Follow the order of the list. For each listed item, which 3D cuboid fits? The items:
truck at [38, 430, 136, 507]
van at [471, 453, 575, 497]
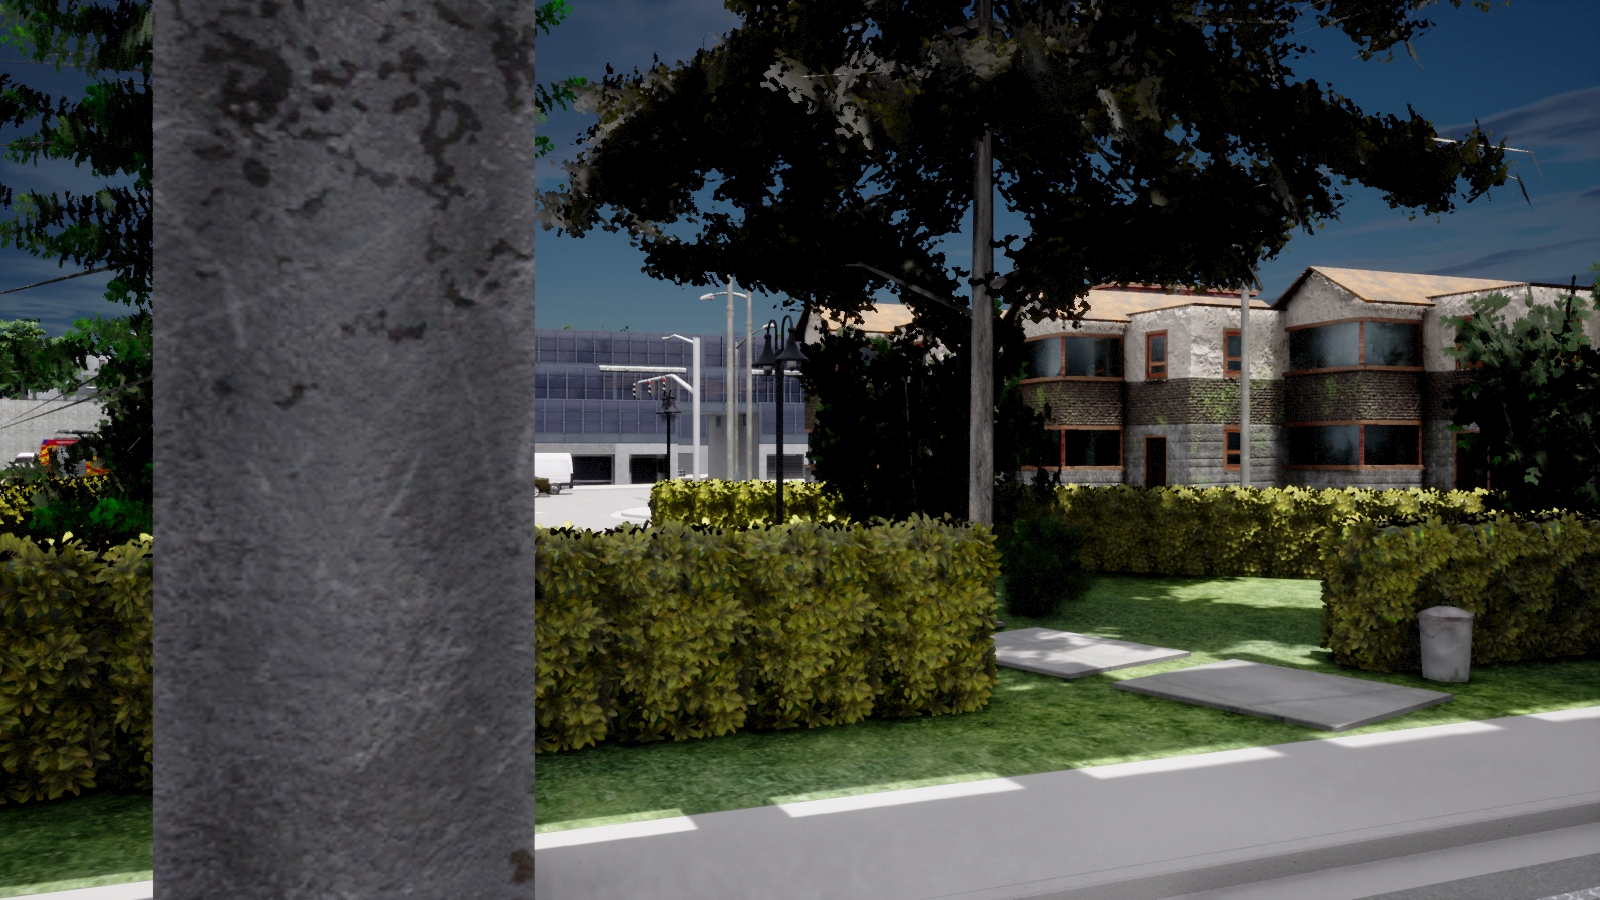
[{"bbox_3d":[-37.796,0.905,60.871,2.891,3.827,8.468,0,0,-21],"label":"truck"},{"bbox_3d":[-16.822,1.478,69.483,5.915,2.561,1.988,0,0,-21],"label":"van"}]
